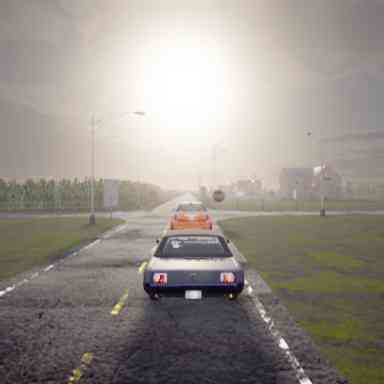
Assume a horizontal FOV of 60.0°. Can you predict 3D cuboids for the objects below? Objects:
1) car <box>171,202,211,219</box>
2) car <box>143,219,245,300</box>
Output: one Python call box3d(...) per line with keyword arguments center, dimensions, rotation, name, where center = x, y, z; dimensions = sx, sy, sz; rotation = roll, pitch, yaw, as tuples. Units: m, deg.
box3d(center=(-0.065, 1.317, 18.678), dimensions=(2.097, 1.767, 4.553), rotation=(0, 0, -1), name="car")
box3d(center=(0.021, 1.585, 8.284), dimensions=(1.895, 1.301, 4.718), rotation=(0, 0, 0), name="car")
